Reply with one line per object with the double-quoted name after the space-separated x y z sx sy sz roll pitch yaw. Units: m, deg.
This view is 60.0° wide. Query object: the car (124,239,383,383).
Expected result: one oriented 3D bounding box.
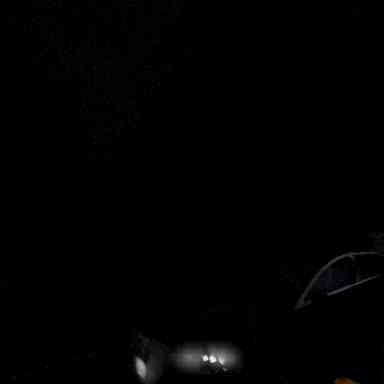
1.489 1.493 4.754 4.902 1.511 2.128 0 0 -36 "car"
